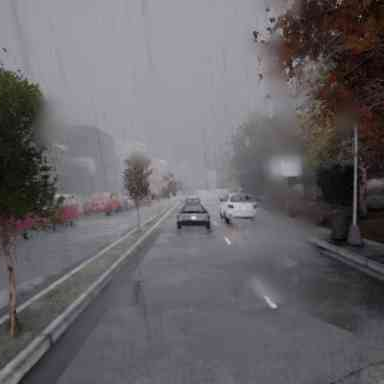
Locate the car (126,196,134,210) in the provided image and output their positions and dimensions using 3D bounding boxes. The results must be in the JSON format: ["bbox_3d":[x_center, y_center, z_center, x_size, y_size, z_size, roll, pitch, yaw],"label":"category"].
[{"bbox_3d":[-8.011,1.242,35.843,2.163,1.488,4.792,0,1,0],"label":"car"}]

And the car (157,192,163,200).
[{"bbox_3d":[-7.841,0.855,69.056,2.097,1.535,5.008,0,1,1],"label":"car"}]

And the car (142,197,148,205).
[{"bbox_3d":[-7.954,1.133,46.938,2.163,1.488,4.792,0,1,0],"label":"car"}]

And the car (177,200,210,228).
[{"bbox_3d":[0.091,1.419,20.762,1.994,1.385,4.181,0,0,0],"label":"car"}]

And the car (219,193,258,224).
[{"bbox_3d":[3.233,1.056,23.617,2.150,2.045,5.566,0,1,0],"label":"car"}]

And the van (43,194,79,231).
[{"bbox_3d":[-8.097,1.129,19.116,1.878,1.987,4.442,0,0,0],"label":"van"}]

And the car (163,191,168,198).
[{"bbox_3d":[-7.603,0.763,78.651,2.163,1.488,4.792,0,1,3],"label":"car"}]

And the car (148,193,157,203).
[{"bbox_3d":[-7.898,0.984,58.064,2.231,1.521,4.892,0,1,0],"label":"car"}]

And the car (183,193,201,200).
[{"bbox_3d":[0.094,1.186,41.498,1.837,1.490,4.892,0,1,0],"label":"car"}]

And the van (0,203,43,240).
[{"bbox_3d":[-8.126,1.169,13.569,1.878,1.987,4.442,0,0,0],"label":"van"}]

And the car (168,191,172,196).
[{"bbox_3d":[-7.197,0.636,85.680,1.946,1.575,5.366,0,1,5],"label":"car"}]

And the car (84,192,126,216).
[{"bbox_3d":[-8.040,1.011,30.296,2.435,2.045,5.566,0,1,0],"label":"car"}]

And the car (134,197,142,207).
[{"bbox_3d":[-7.984,1.199,41.422,2.002,1.452,4.674,0,1,0],"label":"car"}]
